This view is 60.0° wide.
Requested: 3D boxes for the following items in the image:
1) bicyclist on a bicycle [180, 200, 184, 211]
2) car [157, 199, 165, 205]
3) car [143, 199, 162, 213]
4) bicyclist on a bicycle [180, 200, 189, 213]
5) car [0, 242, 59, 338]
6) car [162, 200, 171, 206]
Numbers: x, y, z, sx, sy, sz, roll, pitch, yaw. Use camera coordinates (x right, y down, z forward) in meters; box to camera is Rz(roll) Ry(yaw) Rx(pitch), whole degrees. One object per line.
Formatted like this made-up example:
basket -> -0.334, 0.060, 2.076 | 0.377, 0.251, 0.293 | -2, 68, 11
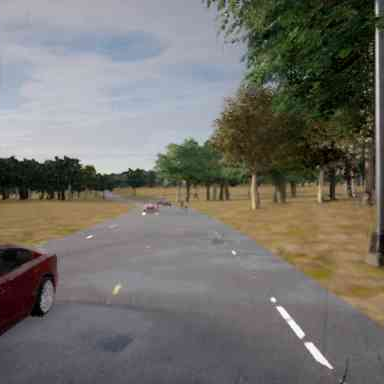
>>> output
bicyclist on a bicycle -> -1.532, 2.057, 50.763 | 0.582, 1.620, 1.656 | 0, -1, -6
car -> -8.881, 2.858, 94.713 | 1.882, 1.535, 5.008 | 0, -1, -11
car -> -5.633, 1.907, 45.981 | 2.097, 1.767, 4.553 | 0, -1, -5
bicyclist on a bicycle -> -0.765, 1.915, 42.357 | 0.866, 1.612, 1.509 | 0, -1, -5
car -> -3.634, 1.528, 4.782 | 1.882, 1.535, 5.008 | 0, 0, -1
car -> -6.202, 2.704, 79.334 | 1.895, 1.301, 4.718 | 0, -1, -9
